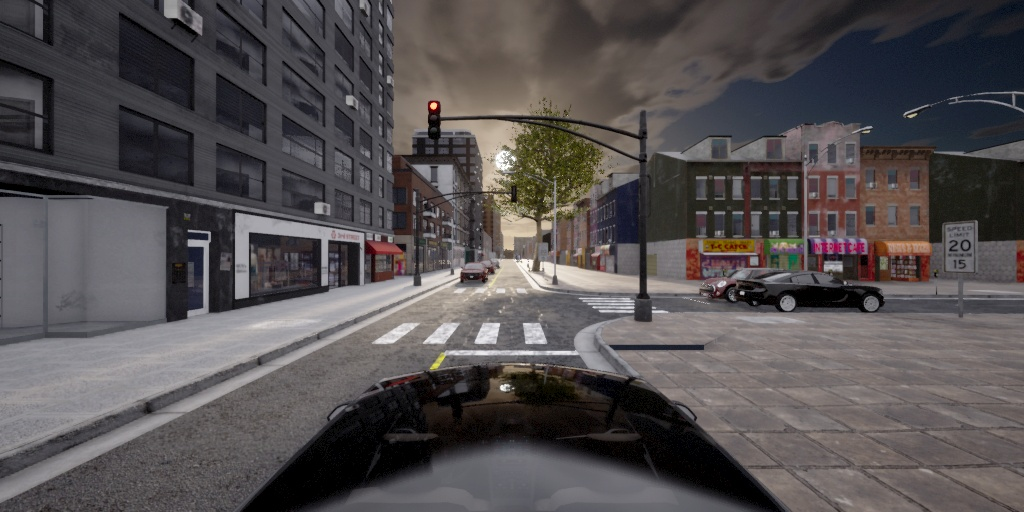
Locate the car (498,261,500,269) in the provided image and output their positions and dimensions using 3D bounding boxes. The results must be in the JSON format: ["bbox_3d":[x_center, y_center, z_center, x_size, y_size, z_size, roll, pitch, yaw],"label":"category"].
[{"bbox_3d":[-2.966,1.261,58.011,2.128,1.511,4.902,0,0,0],"label":"car"}]

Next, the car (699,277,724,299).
[{"bbox_3d":[10.878,1.262,16.492,4.097,1.591,1.967,0,0,0],"label":"car"}]

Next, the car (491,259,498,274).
[{"bbox_3d":[-2.965,1.234,40.979,1.882,1.535,5.008,0,0,0],"label":"car"}]

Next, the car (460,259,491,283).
[{"bbox_3d":[-2.923,1.230,28.353,1.882,1.535,5.008,0,0,0],"label":"car"}]

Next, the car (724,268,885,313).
[{"bbox_3d":[11.366,1.296,13.859,5.008,1.535,1.882,0,0,0],"label":"car"}]
